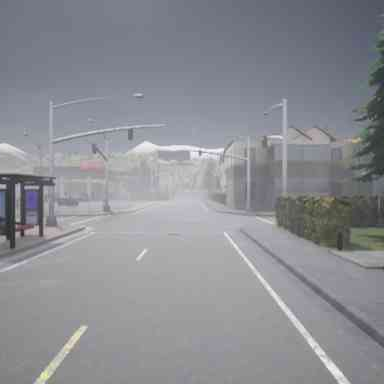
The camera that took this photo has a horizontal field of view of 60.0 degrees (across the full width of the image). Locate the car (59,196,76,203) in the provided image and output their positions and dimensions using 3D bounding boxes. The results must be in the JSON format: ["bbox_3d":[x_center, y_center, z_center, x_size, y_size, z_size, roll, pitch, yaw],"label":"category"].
[{"bbox_3d":[-25.952,1.515,69.460,1.970,1.475,3.806,0,0,0],"label":"car"}]

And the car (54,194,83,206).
[{"bbox_3d":[-18.922,1.450,50.989,2.007,1.523,4.514,0,0,0],"label":"car"}]

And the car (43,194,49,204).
[{"bbox_3d":[-25.891,1.250,60.981,1.932,1.855,4.605,0,0,0],"label":"car"}]

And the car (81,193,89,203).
[{"bbox_3d":[-22.626,1.231,68.858,1.905,1.878,3.866,0,0,0],"label":"car"}]
